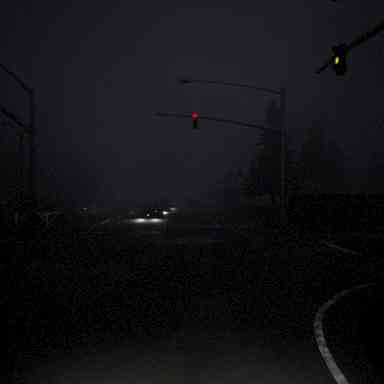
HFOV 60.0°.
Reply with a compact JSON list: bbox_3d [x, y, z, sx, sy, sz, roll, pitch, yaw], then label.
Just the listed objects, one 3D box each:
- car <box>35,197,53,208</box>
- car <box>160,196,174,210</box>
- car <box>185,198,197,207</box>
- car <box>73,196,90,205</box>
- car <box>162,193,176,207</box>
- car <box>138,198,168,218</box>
[{"bbox_3d":[-20.631,1.384,45.590,1.970,1.475,3.806,0,0,0],"label":"car"},{"bbox_3d":[-3.703,1.547,40.666,2.033,1.411,5.357,0,0,0],"label":"car"},{"bbox_3d":[-0.137,1.601,51.214,1.895,1.301,4.718,0,0,0],"label":"car"},{"bbox_3d":[-17.597,1.374,52.990,1.845,1.501,3.633,0,0,0],"label":"car"},{"bbox_3d":[-3.678,1.221,51.019,2.150,2.045,5.566,0,0,-2],"label":"car"},{"bbox_3d":[-3.682,1.547,30.561,2.033,1.411,5.357,0,0,0],"label":"car"}]
